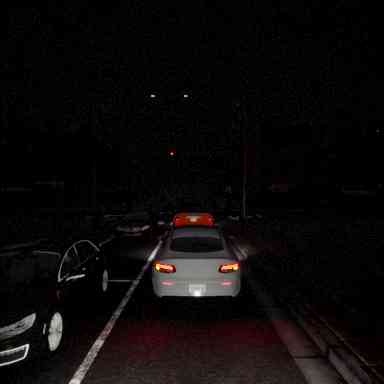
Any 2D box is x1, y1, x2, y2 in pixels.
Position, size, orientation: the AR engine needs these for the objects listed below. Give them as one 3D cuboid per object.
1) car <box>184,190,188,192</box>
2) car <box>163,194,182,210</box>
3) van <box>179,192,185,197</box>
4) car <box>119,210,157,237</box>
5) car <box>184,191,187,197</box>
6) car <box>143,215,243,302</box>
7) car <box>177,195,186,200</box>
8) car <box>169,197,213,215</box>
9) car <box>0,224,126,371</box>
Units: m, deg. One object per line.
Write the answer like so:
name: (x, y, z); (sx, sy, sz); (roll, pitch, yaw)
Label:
car: (-2.777, 1.131, 93.371); (2.192, 1.841, 5.009); (-1, 1, 0)
car: (-2.721, 1.483, 43.502); (1.967, 1.590, 4.097); (-2, 0, 0)
van: (-2.748, 1.359, 65.658); (1.690, 1.788, 3.998); (-1, 0, 0)
car: (-2.680, 1.582, 16.724); (1.802, 1.307, 4.206); (-2, 0, 0)
car: (-2.755, 1.307, 71.201); (2.192, 1.841, 5.009); (-1, 0, 0)
car: (0.090, 1.523, 8.123); (1.812, 1.442, 4.674); (0, 0, 0)
car: (-2.768, 1.429, 87.822); (2.008, 1.369, 4.403); (-1, 0, 0)
car: (0.076, 1.353, 18.086); (2.097, 1.767, 4.553); (0, 0, 0)
car: (-2.666, 1.548, 5.830); (2.008, 1.369, 4.403); (-2, 0, 0)
